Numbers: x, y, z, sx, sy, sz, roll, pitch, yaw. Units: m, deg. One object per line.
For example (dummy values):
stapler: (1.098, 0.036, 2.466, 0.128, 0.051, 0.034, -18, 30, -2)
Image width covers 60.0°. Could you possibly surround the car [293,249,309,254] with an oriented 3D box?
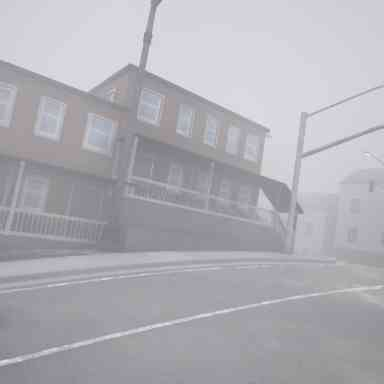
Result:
car: (8.849, 5.855, 30.377, 2.128, 1.511, 4.902, 13, -16, -34)
